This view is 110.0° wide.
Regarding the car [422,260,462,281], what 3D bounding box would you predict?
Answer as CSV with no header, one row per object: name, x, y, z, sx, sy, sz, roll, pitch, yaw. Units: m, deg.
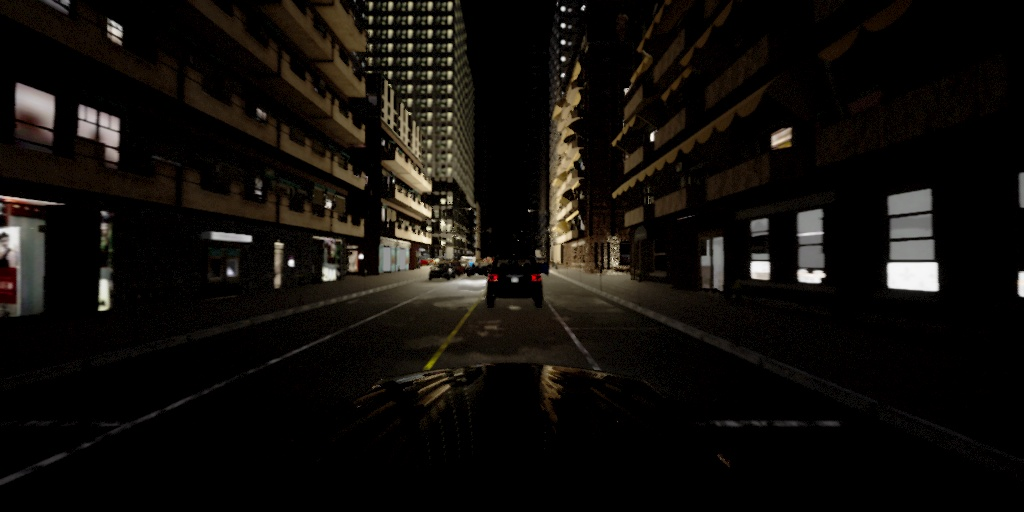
car,-5.651,1.246,29.418,2.007,1.370,4.403,0,0,0

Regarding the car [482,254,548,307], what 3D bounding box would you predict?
car,0.101,0.945,15.457,2.150,2.045,5.566,0,0,0

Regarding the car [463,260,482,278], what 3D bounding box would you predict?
car,-3.018,1.290,33.036,1.895,1.301,4.718,0,0,1

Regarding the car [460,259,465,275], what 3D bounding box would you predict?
car,-5.650,1.267,34.959,1.802,1.307,4.207,0,0,0

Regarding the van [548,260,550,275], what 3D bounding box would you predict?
van,2.698,1.025,35.009,1.690,1.789,3.998,0,0,0

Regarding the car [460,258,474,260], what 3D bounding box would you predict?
car,-5.649,1.239,40.498,1.948,1.339,4.313,0,0,0
